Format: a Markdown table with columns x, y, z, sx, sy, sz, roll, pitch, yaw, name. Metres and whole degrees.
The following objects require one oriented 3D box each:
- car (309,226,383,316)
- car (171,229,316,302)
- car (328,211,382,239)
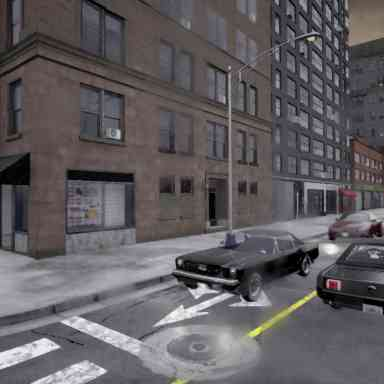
| x | y | z | sx | sy | sz | roll | pitch | yaw | name |
| --- | --- | --- | --- | --- | --- | --- | --- | --- | --- |
| 4.385 | 1.677 | 7.218 | 1.895 | 1.301 | 4.718 | -1 | -1 | 39 | car |
| 1.645 | 1.717 | 8.812 | 1.895 | 1.301 | 4.718 | -1 | -1 | 40 | car |
| 8.637 | 1.750 | 17.377 | 1.812 | 1.442 | 4.674 | -1 | -1 | 39 | car |
